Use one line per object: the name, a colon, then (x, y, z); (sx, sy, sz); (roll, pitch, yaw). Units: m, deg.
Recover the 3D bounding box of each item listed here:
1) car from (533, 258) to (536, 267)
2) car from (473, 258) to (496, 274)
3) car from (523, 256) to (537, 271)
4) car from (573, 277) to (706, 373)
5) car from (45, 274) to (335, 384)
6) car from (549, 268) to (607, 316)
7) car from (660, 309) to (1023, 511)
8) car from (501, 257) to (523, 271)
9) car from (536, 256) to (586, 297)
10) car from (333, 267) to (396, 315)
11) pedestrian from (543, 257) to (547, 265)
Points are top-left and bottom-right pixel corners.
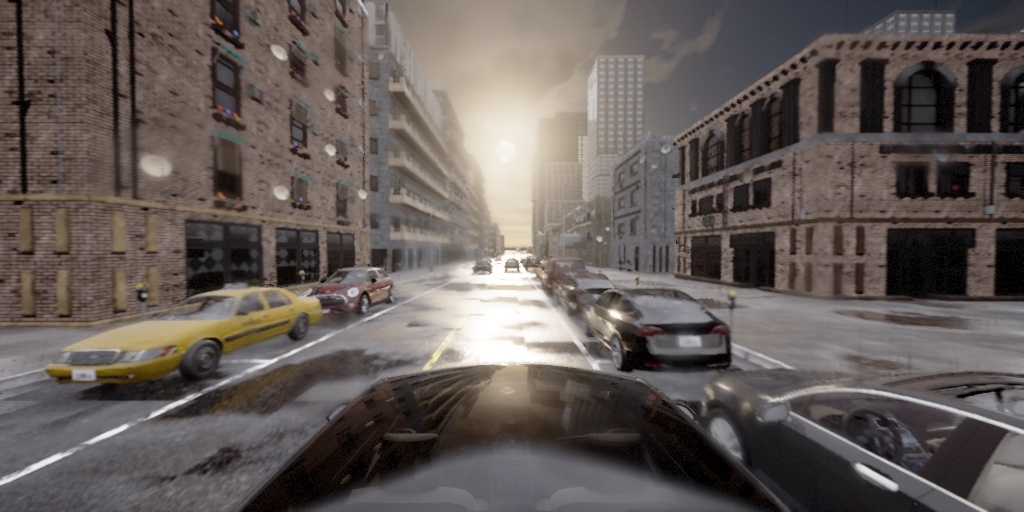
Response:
car: (3.005, 1.103, 29.811); (1.801, 1.575, 5.366); (0, 0, 0)
car: (-3.085, 1.215, 38.576); (1.895, 1.301, 4.718); (0, 0, 0)
car: (2.664, 0.898, 46.459); (2.192, 1.841, 5.009); (0, 0, 0)
car: (2.658, 1.296, 7.401); (1.948, 1.339, 4.313); (0, 0, 0)
car: (-5.691, 1.256, 7.182); (1.751, 1.417, 4.829); (0, 0, 0)
car: (2.658, 1.276, 12.980); (1.948, 1.339, 4.313); (0, 0, 0)
car: (2.690, 1.309, 1.829); (2.007, 1.370, 4.403); (0, 0, 0)
car: (0.024, 1.080, 45.290); (2.128, 1.511, 4.902); (0, 0, 1)
car: (2.659, 1.004, 18.560); (2.192, 1.841, 5.009); (0, 0, 0)
car: (-5.689, 1.150, 12.932); (1.967, 1.591, 4.097); (0, 0, 0)
pedestrian: (3.005, 0.930, 32.787); (0.375, 1.860, 0.375); (-1, 1, 0)
